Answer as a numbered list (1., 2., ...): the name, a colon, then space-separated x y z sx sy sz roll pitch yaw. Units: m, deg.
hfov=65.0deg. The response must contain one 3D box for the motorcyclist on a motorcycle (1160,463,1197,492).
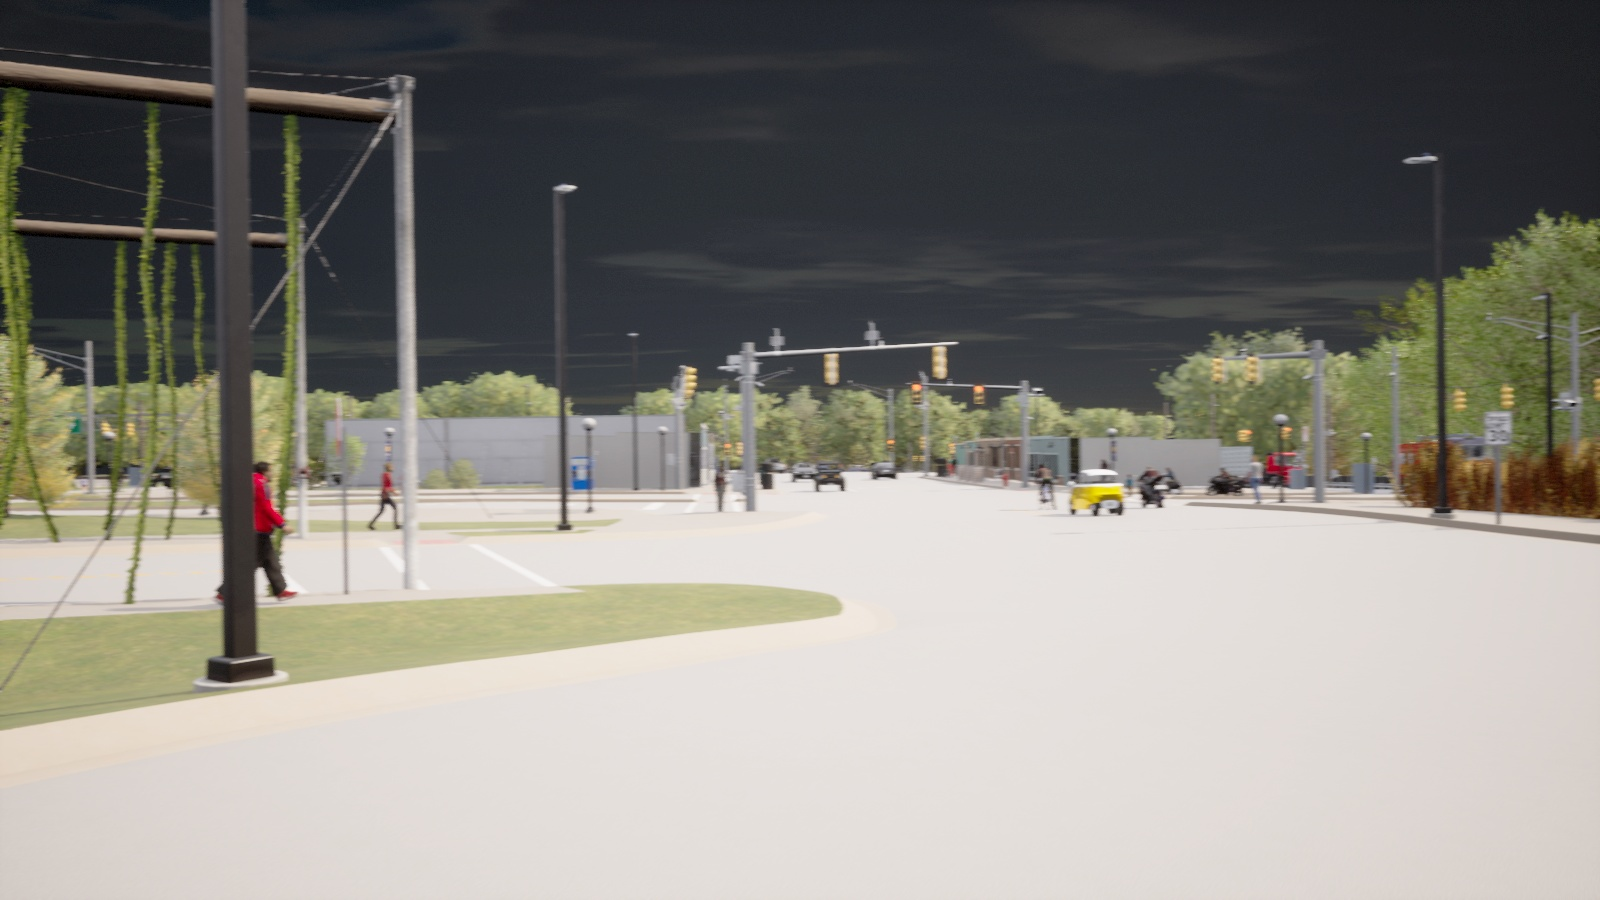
1. motorcyclist on a motorcycle: 20.991 1.550 69.659 1.817 1.590 0.866 0 -1 0

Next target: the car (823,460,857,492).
1. car: 2.494 1.617 78.776 1.905 1.878 3.866 -1 0 -1

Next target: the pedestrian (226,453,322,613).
1. pedestrian: -6.342 0.971 15.150 0.899 1.844 0.634 -2 0 -36

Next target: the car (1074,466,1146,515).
1. car: 9.263 1.185 37.640 1.481 1.376 2.207 -1 -1 -3

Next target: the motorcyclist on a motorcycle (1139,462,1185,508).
1. motorcyclist on a motorcycle: 12.620 1.213 43.804 0.866 1.530 2.191 -1 -2 -2

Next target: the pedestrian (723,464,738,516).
1. pedestrian: -2.645 1.509 47.825 0.402 1.930 0.666 -1 0 -15

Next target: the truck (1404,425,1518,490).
1. truck: 42.169 0.582 80.516 2.891 3.827 8.468 -2 -2 2

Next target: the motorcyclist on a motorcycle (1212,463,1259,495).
1. motorcyclist on a motorcycle: 21.576 1.437 62.234 2.044 1.523 0.797 0 0 -7

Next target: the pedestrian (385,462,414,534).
1. pedestrian: -10.424 1.241 32.703 0.636 1.846 0.331 -2 0 -28

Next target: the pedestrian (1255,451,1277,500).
1. pedestrian: 17.392 0.945 46.892 0.354 1.836 0.706 -1 0 -19
